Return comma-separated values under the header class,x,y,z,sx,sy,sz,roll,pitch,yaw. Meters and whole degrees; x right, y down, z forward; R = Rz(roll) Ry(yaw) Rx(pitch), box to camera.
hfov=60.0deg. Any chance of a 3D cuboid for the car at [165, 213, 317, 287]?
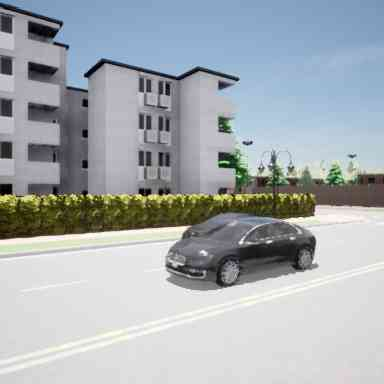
class,x,y,z,sx,sy,sz,roll,pitch,yaw
car,1.557,1.512,9.431,4.892,1.490,1.837,0,0,-36
